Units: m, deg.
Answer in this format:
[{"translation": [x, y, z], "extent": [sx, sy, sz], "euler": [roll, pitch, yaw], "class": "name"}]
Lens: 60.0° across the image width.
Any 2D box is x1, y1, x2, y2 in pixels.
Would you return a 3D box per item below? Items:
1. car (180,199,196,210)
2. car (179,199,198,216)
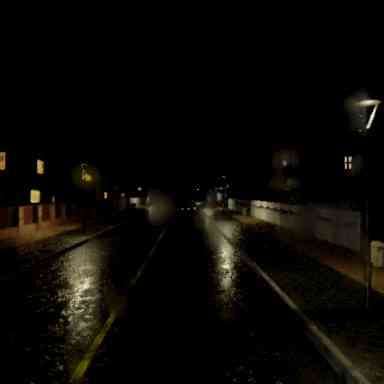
[{"translation": [-0.547, 1.712, 47.012], "extent": [2.128, 1.511, 4.902], "euler": [0, 0, -1], "class": "car"}, {"translation": [-0.361, 1.681, 33.923], "extent": [2.033, 1.411, 5.357], "euler": [0, 0, -1], "class": "car"}]
